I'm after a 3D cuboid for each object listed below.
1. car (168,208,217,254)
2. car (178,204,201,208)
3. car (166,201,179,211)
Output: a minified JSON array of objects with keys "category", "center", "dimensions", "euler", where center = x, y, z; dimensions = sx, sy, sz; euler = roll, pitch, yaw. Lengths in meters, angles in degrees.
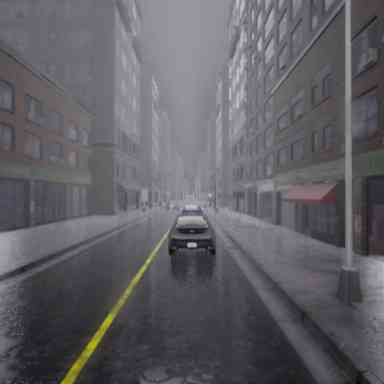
[{"category":"car","center":[0.011,1.664,14.305],"dimensions":[1.837,1.490,4.892],"euler":[0,0,0]},{"category":"car","center":[0.019,1.819,29.475],"dimensions":[1.882,1.535,5.008],"euler":[0,0,0]},{"category":"car","center":[-2.979,2.117,51.444],"dimensions":[2.128,1.511,4.902],"euler":[0,-1,0]}]
